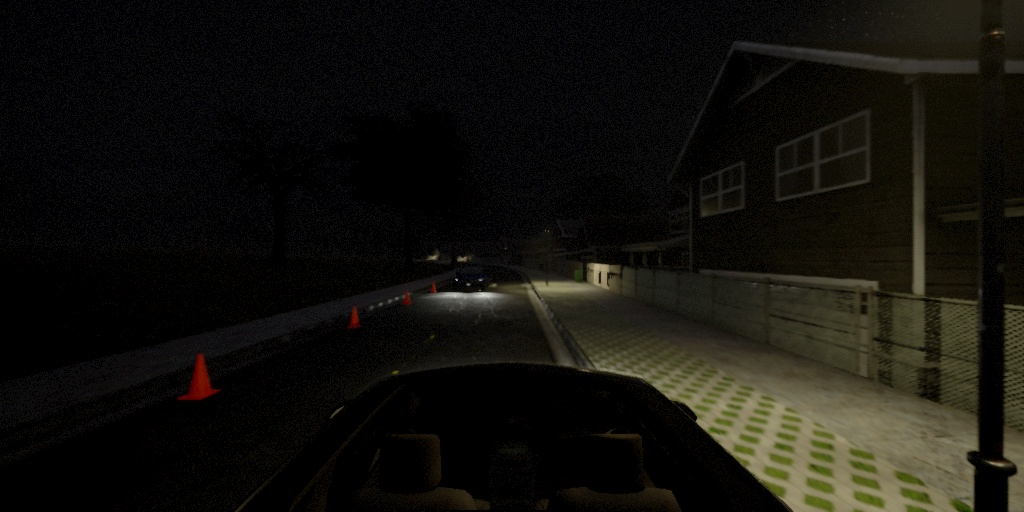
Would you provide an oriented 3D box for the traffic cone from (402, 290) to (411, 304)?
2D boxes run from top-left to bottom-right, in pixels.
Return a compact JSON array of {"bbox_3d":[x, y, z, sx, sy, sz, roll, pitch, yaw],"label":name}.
[{"bbox_3d":[-4.432,1.719,15.141,0.340,0.580,0.340,0,0,0],"label":"traffic cone"}]

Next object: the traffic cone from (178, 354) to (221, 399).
[{"bbox_3d":[-4.473,1.698,5.141,0.340,0.580,0.340,0,0,0],"label":"traffic cone"}]

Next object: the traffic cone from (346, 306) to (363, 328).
[{"bbox_3d":[-4.452,1.708,10.141,0.340,0.580,0.340,0,0,0],"label":"traffic cone"}]

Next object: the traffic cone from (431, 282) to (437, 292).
[{"bbox_3d":[-4.412,1.730,20.141,0.340,0.580,0.340,0,0,0],"label":"traffic cone"}]

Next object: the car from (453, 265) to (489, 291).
[{"bbox_3d":[-2.418,1.310,22.099,1.812,1.442,4.674,0,0,0],"label":"car"}]
